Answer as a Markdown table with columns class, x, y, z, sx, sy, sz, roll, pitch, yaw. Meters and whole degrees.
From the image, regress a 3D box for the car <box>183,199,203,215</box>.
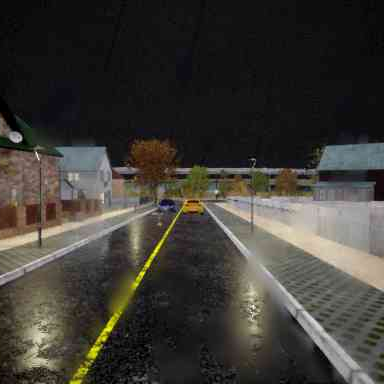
| class | x | y | z | sx | sy | sz | roll | pitch | yaw |
| --- | --- | --- | --- | --- | --- | --- | --- | --- | --- |
| car | 0.118 | 1.471 | 34.016 | 1.882 | 1.535 | 5.008 | 0 | 0 | 0 |

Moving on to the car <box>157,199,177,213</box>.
| class | x | y | z | sx | sy | sz | roll | pitch | yaw |
| --- | --- | --- | --- | --- | --- | --- | --- | --- | --- |
| car | -2.754 | 1.520 | 37.373 | 1.812 | 1.442 | 4.674 | 0 | 0 | 1 |

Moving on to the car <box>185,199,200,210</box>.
| class | x | y | z | sx | sy | sz | roll | pitch | yaw |
| --- | --- | --- | --- | --- | --- | --- | --- | --- | --- |
| car | 0.123 | 1.602 | 44.549 | 1.895 | 1.301 | 4.718 | 0 | 0 | 0 |
